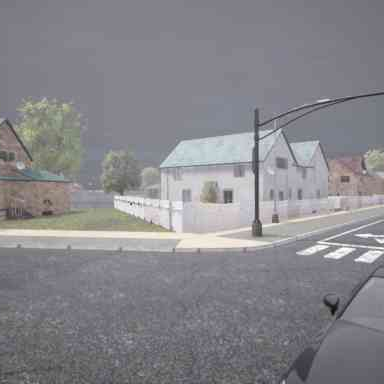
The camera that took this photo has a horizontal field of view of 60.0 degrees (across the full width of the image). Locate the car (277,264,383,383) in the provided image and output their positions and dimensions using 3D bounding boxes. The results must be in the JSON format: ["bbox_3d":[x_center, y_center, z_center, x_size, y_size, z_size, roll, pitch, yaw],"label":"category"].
[{"bbox_3d":[2.551,1.524,3.451,1.812,1.442,4.674,0,0,42],"label":"car"}]
